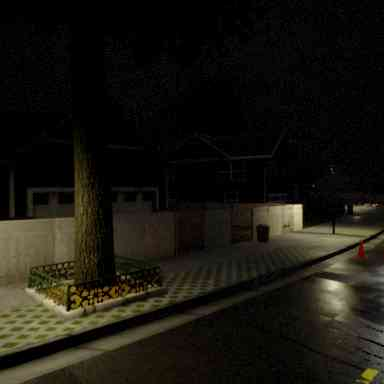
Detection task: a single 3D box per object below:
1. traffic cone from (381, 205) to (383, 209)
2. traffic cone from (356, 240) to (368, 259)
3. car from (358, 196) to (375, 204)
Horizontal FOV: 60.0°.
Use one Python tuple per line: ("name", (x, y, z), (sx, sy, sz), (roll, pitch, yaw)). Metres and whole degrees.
("traffic cone", (25.750, 1.991, 44.999), (0.340, 0.580, 0.340), (0, 0, 20))
("traffic cone", (5.915, 1.985, 11.600), (0.340, 0.580, 0.340), (0, 0, 41))
("car", (32.138, 1.457, 61.446), (1.812, 1.442, 4.674), (0, 0, 9))
